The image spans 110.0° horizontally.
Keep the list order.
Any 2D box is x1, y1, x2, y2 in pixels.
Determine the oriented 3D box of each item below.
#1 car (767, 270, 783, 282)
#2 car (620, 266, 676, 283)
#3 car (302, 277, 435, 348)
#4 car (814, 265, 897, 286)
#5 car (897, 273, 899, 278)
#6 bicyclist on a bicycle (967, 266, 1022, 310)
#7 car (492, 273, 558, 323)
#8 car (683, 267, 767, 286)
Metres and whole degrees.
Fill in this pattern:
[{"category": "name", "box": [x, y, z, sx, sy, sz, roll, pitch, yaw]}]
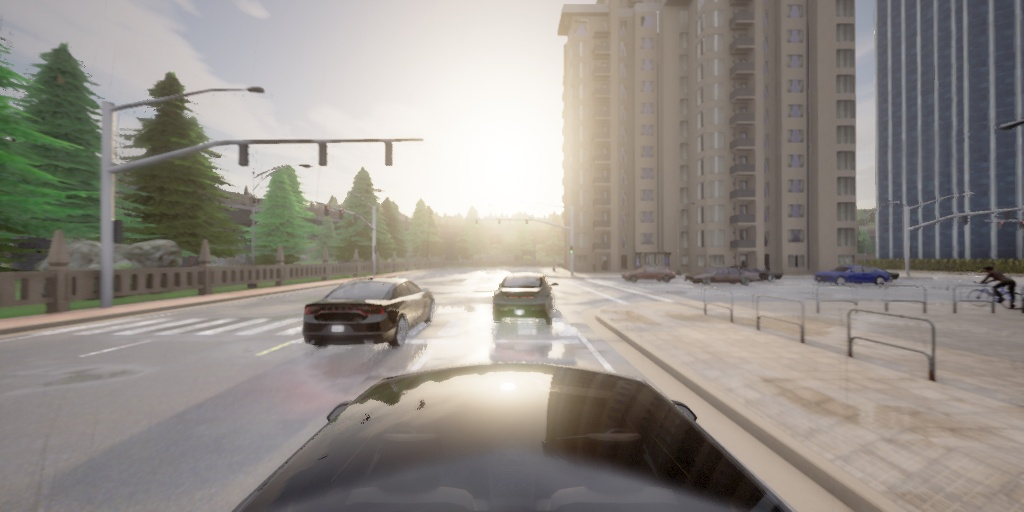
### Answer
[{"category": "car", "box": [21.115, 1.662, 31.902, 4.718, 1.301, 1.895, 0, 0, -1]}, {"category": "car", "box": [12.049, 1.579, 31.815, 4.674, 1.442, 1.812, 0, 0, 0]}, {"category": "car", "box": [-3.390, 1.286, 9.480, 1.882, 1.535, 5.008, 0, 0, 0]}, {"category": "car", "box": [26.830, 1.517, 28.448, 5.008, 1.535, 1.882, 0, 0, -1]}, {"category": "car", "box": [31.278, 1.672, 31.969, 4.718, 1.301, 1.895, 0, 0, 0]}, {"category": "bicyclist on a bicycle", "box": [18.704, 1.220, 13.902, 0.582, 1.620, 1.656, 0, -1, -1]}, {"category": "car", "box": [0.541, 1.342, 12.533, 1.837, 1.490, 4.892, -1, 0, 8]}, {"category": "car", "box": [16.571, 1.577, 28.360, 5.357, 1.411, 2.033, 0, 0, -1]}]
